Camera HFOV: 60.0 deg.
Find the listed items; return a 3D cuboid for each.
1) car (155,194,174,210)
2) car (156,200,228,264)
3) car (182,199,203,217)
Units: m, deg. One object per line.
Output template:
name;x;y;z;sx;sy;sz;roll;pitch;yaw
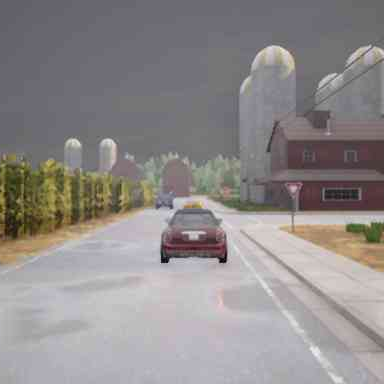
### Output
car;-3.575;1.223;43.954;2.150;2.045;5.566;0;0;0
car;0.068;1.353;12.009;2.097;1.767;4.553;0;0;0
car;0.082;1.468;31.966;1.882;1.535;5.008;0;0;0
